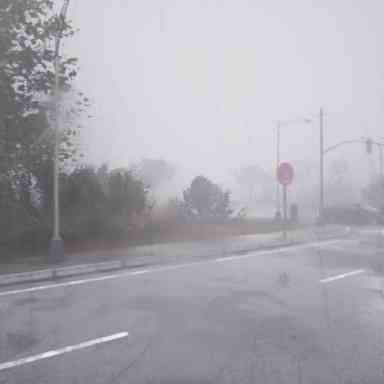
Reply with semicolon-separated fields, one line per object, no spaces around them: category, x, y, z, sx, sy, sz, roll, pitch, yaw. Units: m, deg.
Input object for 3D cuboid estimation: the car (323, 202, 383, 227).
car;11.572;1.513;23.175;1.882;1.535;5.008;0;1;-32
